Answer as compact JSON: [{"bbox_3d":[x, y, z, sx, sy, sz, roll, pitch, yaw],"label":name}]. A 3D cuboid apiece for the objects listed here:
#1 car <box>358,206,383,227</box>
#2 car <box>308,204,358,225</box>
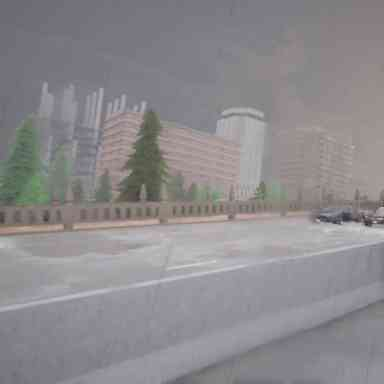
[{"bbox_3d":[13.300,1.605,22.088,4.674,1.442,1.812,0,0,-36],"label":"car"},{"bbox_3d":[10.928,1.625,24.697,5.357,1.411,2.033,0,0,-36],"label":"car"}]
